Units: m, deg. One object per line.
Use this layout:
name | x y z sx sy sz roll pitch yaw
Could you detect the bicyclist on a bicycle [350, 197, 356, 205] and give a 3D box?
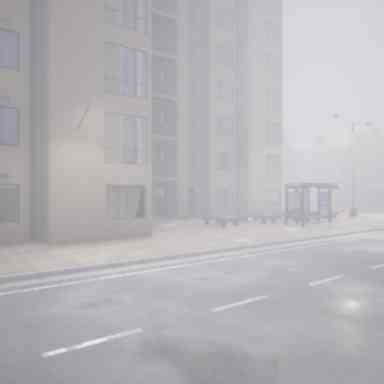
bicyclist on a bicycle | 24.469 1.223 50.502 1.656 1.620 0.582 0 0 -36
